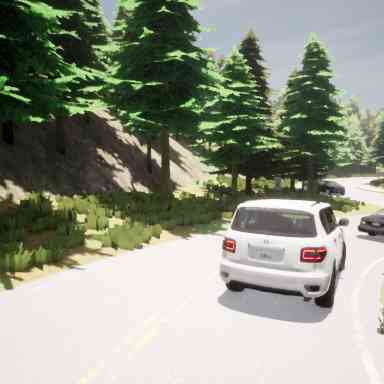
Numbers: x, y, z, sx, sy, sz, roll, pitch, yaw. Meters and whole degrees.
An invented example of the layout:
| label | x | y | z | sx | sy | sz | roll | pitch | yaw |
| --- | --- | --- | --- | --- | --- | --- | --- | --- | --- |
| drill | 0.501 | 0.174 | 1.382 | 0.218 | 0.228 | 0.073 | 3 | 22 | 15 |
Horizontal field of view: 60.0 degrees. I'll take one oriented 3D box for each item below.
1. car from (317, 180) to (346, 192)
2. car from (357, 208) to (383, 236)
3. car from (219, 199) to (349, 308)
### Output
| label | x | y | z | sx | sy | sz | roll | pitch | yaw |
| --- | --- | --- | --- | --- | --- | --- | --- | --- | --- |
| car | 16.068 | -0.564 | 38.901 | 1.882 | 1.535 | 5.008 | -1 | 5 | -2 |
| car | 10.129 | 1.408 | 15.799 | 5.357 | 1.411 | 2.033 | -1 | 5 | -32 |
| car | 2.550 | 1.197 | 8.351 | 2.150 | 2.045 | 5.566 | 3 | 2 | 27 |
